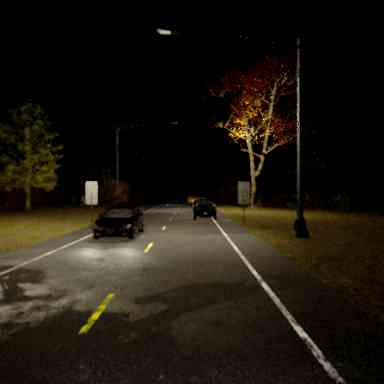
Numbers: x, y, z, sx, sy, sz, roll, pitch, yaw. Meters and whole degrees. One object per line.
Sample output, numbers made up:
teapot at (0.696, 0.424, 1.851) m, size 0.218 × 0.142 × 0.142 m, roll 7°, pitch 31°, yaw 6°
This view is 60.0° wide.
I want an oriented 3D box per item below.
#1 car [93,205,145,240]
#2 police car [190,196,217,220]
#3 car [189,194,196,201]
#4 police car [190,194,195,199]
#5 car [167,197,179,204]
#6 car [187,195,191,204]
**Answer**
car at (-3.603, 1.483, 17.150) m, size 1.882 × 1.535 × 5.008 m, roll 0°, pitch 0°, yaw 0°
police car at (1.045, 1.432, 28.339) m, size 1.930 × 1.638 × 5.238 m, roll 0°, pitch 0°, yaw 0°
car at (0.102, 1.379, 84.374) m, size 1.837 × 1.490 × 4.892 m, roll 0°, pitch 0°, yaw 0°
police car at (1.066, 1.432, 44.333) m, size 1.930 × 1.638 × 5.238 m, roll 0°, pitch 0°, yaw 0°
car at (-3.471, 1.552, 61.738) m, size 2.033 × 1.411 × 5.357 m, roll 0°, pitch 0°, yaw 1°
car at (0.057, 1.482, 63.437) m, size 1.882 × 1.535 × 5.008 m, roll 0°, pitch 0°, yaw 0°
